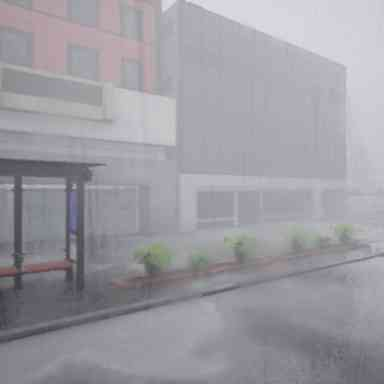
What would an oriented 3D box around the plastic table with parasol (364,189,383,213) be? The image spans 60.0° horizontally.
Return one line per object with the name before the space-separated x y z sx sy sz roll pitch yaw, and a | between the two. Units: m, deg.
plastic table with parasol | 20.493 0.977 35.926 2.482 2.480 2.482 0 0 -36
